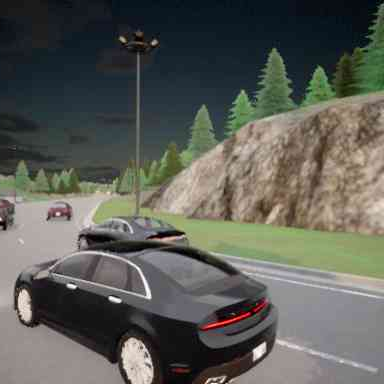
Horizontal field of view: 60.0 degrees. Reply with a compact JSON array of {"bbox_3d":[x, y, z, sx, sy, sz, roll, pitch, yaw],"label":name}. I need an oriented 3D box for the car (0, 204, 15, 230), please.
[{"bbox_3d":[-12.582,1.660,21.232,1.895,1.301,4.718,0,0,-23],"label":"car"}]

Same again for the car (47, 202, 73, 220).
[{"bbox_3d":[-11.561,1.639,29.228,1.812,1.442,4.674,0,0,-17],"label":"car"}]

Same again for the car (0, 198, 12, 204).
[{"bbox_3d":[-20.484,1.451,35.453,2.097,1.767,4.553,0,0,-15],"label":"car"}]

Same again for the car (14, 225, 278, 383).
[{"bbox_3d":[-1.089,1.533,5.298,4.892,1.490,1.837,0,0,40],"label":"car"}]

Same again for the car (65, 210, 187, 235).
[{"bbox_3d":[-2.171,1.550,11.262,2.128,1.511,4.902,0,0,-43],"label":"car"}]
